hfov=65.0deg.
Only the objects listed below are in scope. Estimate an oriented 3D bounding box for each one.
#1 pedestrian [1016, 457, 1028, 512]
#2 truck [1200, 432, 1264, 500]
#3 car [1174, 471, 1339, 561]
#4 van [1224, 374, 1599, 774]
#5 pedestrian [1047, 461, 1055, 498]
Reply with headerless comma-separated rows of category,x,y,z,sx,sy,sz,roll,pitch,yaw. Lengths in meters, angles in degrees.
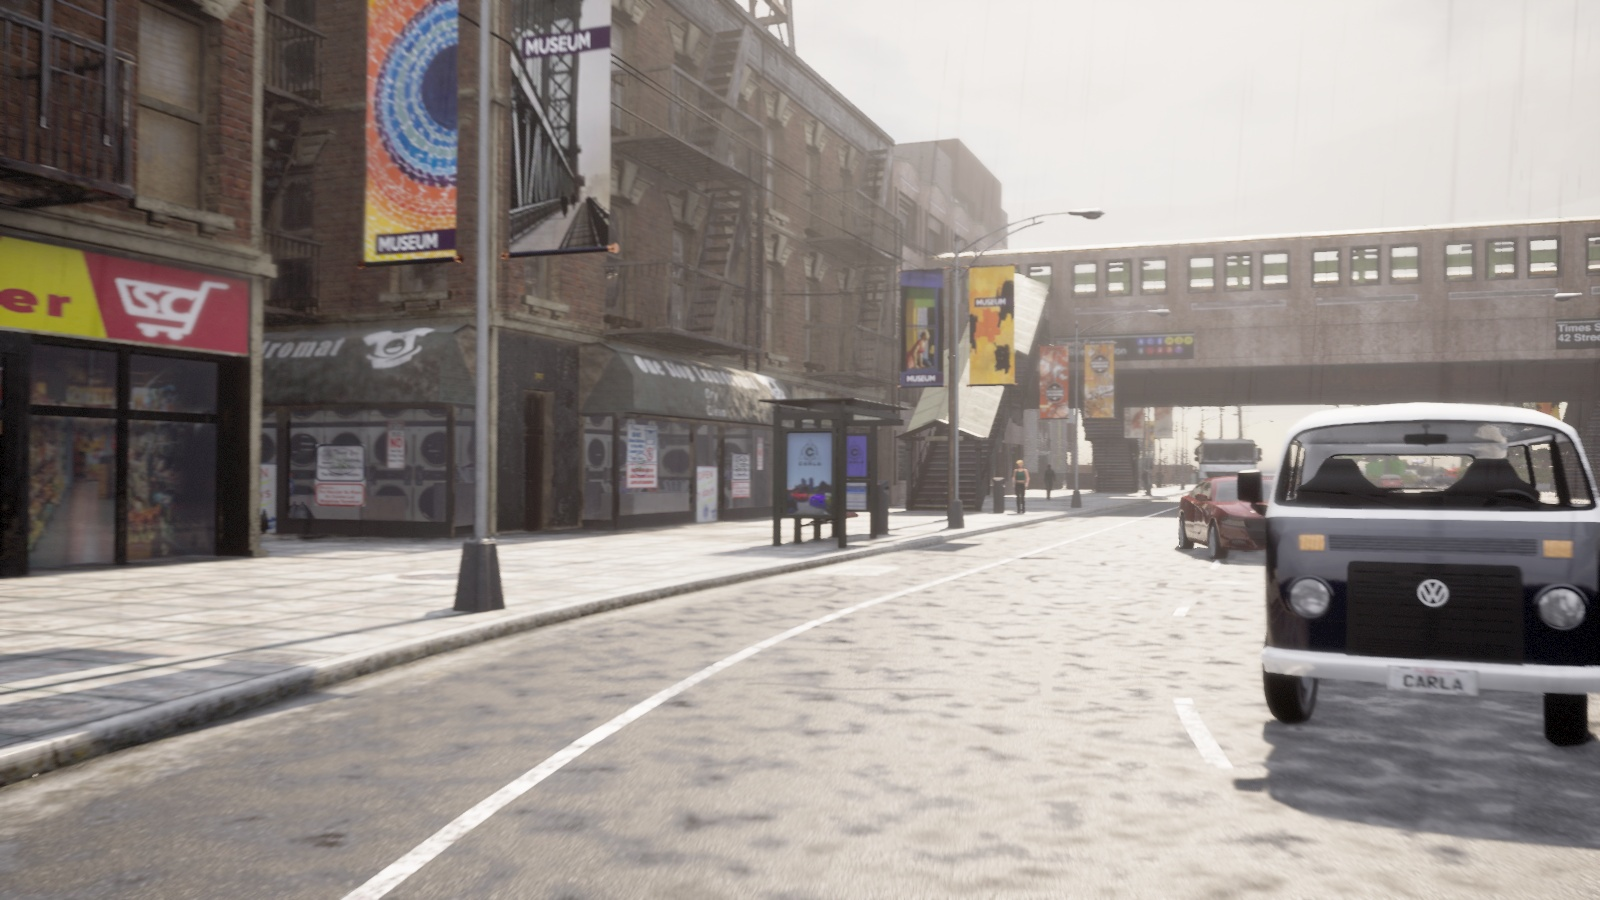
pedestrian,7.470,1.155,42.179,0.345,1.836,0.594,0,-1,14
truck,23.538,0.902,68.204,2.891,3.462,7.936,-1,-1,22
car,8.581,1.169,24.070,1.882,1.535,5.008,0,-1,7
van,4.268,0.672,8.778,2.069,2.038,4.480,-1,-1,24
pedestrian,12.479,1.478,62.404,0.353,1.847,0.614,0,-1,14
